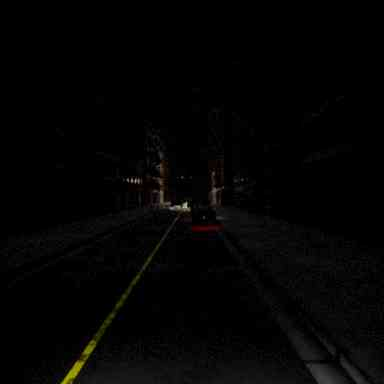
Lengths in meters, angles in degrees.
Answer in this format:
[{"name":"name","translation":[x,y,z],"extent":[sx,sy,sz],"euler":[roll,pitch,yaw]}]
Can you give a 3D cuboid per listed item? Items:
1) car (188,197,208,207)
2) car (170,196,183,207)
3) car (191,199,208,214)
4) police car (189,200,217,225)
[{"name":"car","translation":[0.904,1.602,36.770],"extent":[2.150,2.045,5.566],"euler":[0,-1,0]},{"name":"car","translation":[-3.003,1.911,65.690],"extent":[2.150,2.045,5.566],"euler":[0,0,0]},{"name":"car","translation":[0.903,1.791,42.708],"extent":[2.097,1.767,4.553],"euler":[0,-1,0]},{"name":"police car","translation":[0.902,1.698,26.847],"extent":[1.930,1.638,5.238],"euler":[0,-1,0]}]
